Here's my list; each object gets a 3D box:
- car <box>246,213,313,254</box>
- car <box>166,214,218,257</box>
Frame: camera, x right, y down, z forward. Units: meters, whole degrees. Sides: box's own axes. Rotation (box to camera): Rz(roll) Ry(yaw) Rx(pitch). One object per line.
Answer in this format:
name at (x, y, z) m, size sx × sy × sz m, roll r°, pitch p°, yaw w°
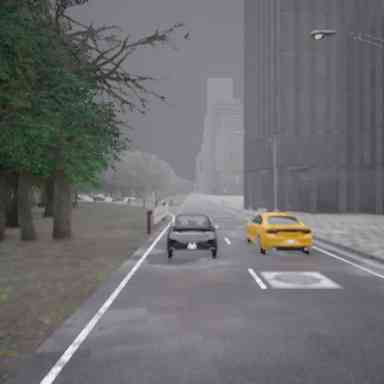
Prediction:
car at (3.526, 1.615, 14.253) m, size 1.882 × 1.535 × 5.008 m, roll 0°, pitch 0°, yaw 0°
car at (0.020, 1.624, 13.511) m, size 2.128 × 1.511 × 4.902 m, roll 0°, pitch 0°, yaw 0°
